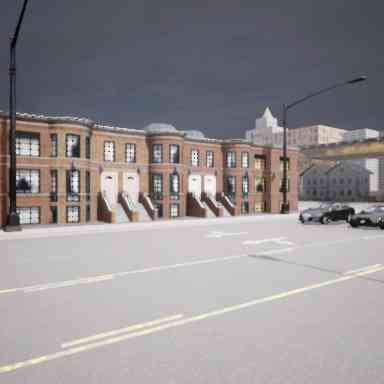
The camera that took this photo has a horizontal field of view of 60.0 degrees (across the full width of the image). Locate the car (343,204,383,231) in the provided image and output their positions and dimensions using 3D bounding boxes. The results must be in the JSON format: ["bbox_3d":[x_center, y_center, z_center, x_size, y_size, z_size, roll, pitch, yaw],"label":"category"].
[{"bbox_3d":[11.616,1.555,20.547,4.181,1.385,1.994,0,0,-34],"label":"car"}]

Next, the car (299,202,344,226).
[{"bbox_3d":[9.560,1.483,23.382,4.902,1.511,2.128,0,0,-34],"label":"car"}]
